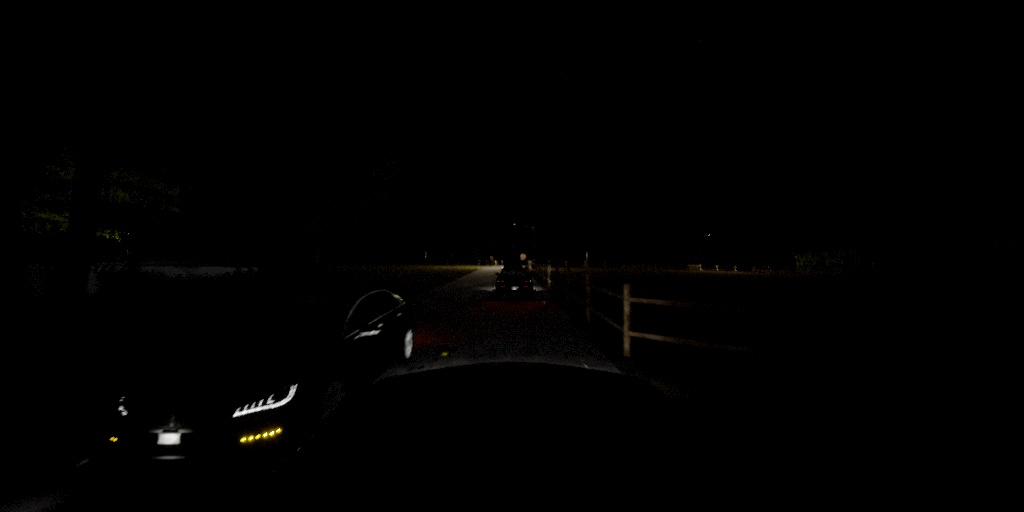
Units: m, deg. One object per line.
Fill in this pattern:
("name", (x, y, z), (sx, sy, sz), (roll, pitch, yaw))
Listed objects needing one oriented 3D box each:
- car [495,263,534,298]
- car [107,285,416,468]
("car", (0.110, 1.261, 18.372), (1.812, 1.442, 4.674), (0, 0, 0))
("car", (-2.848, 1.255, 5.407), (1.837, 1.490, 4.892), (0, 0, 0))
